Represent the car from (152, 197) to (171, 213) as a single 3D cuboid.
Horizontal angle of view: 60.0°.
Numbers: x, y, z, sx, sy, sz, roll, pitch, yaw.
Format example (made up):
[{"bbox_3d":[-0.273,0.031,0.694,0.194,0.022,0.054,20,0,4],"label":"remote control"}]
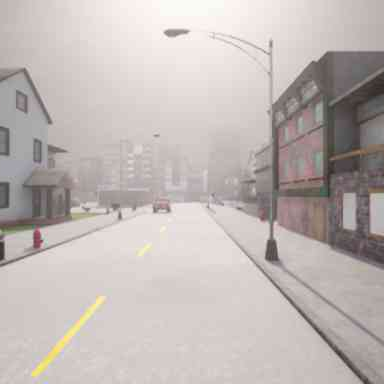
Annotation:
[{"bbox_3d":[-3.997,1.713,44.736,2.150,2.045,5.566,0,-1,0],"label":"car"}]
